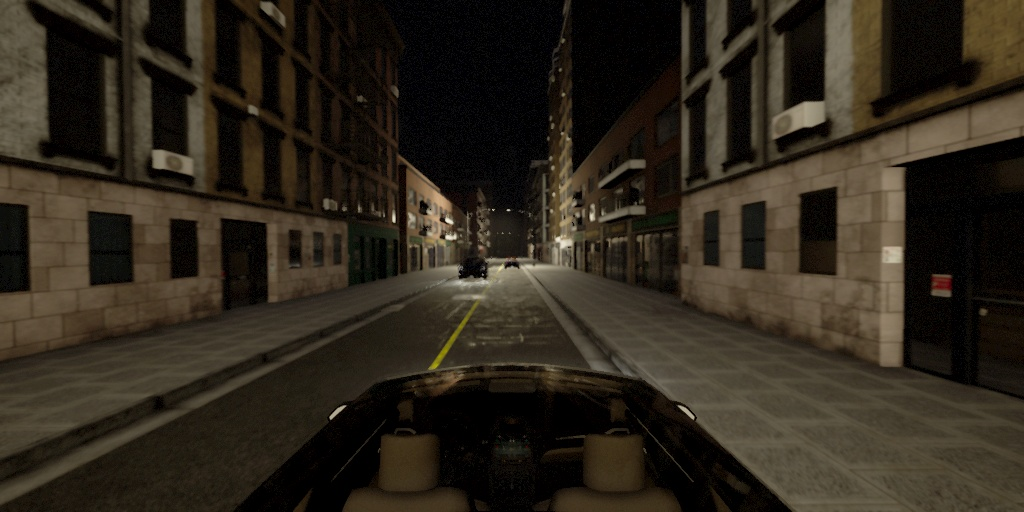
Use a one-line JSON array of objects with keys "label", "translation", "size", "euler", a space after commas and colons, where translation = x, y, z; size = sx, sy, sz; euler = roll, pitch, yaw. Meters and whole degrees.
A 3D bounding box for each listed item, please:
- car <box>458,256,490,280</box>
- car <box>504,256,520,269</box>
[{"label": "car", "translation": [-2.898, 0.860, 27.859], "size": [2.097, 1.767, 4.553], "euler": [0, 1, 0]}, {"label": "car", "translation": [0.005, 0.929, 45.629], "size": [1.895, 1.301, 4.718], "euler": [0, 1, 0]}]
